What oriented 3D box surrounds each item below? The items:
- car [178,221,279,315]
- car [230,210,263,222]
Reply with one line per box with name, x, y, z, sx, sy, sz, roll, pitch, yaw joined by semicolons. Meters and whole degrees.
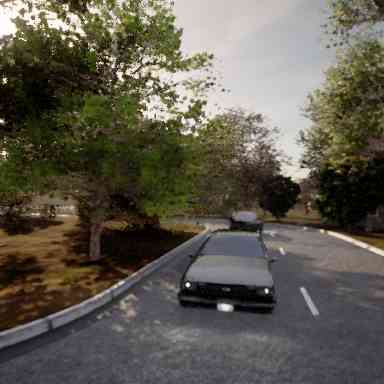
car;1.088;1.703;8.428;2.033;1.411;5.357;1;-1;11
car;3.582;2.000;22.307;1.882;1.535;5.008;2;-1;4
